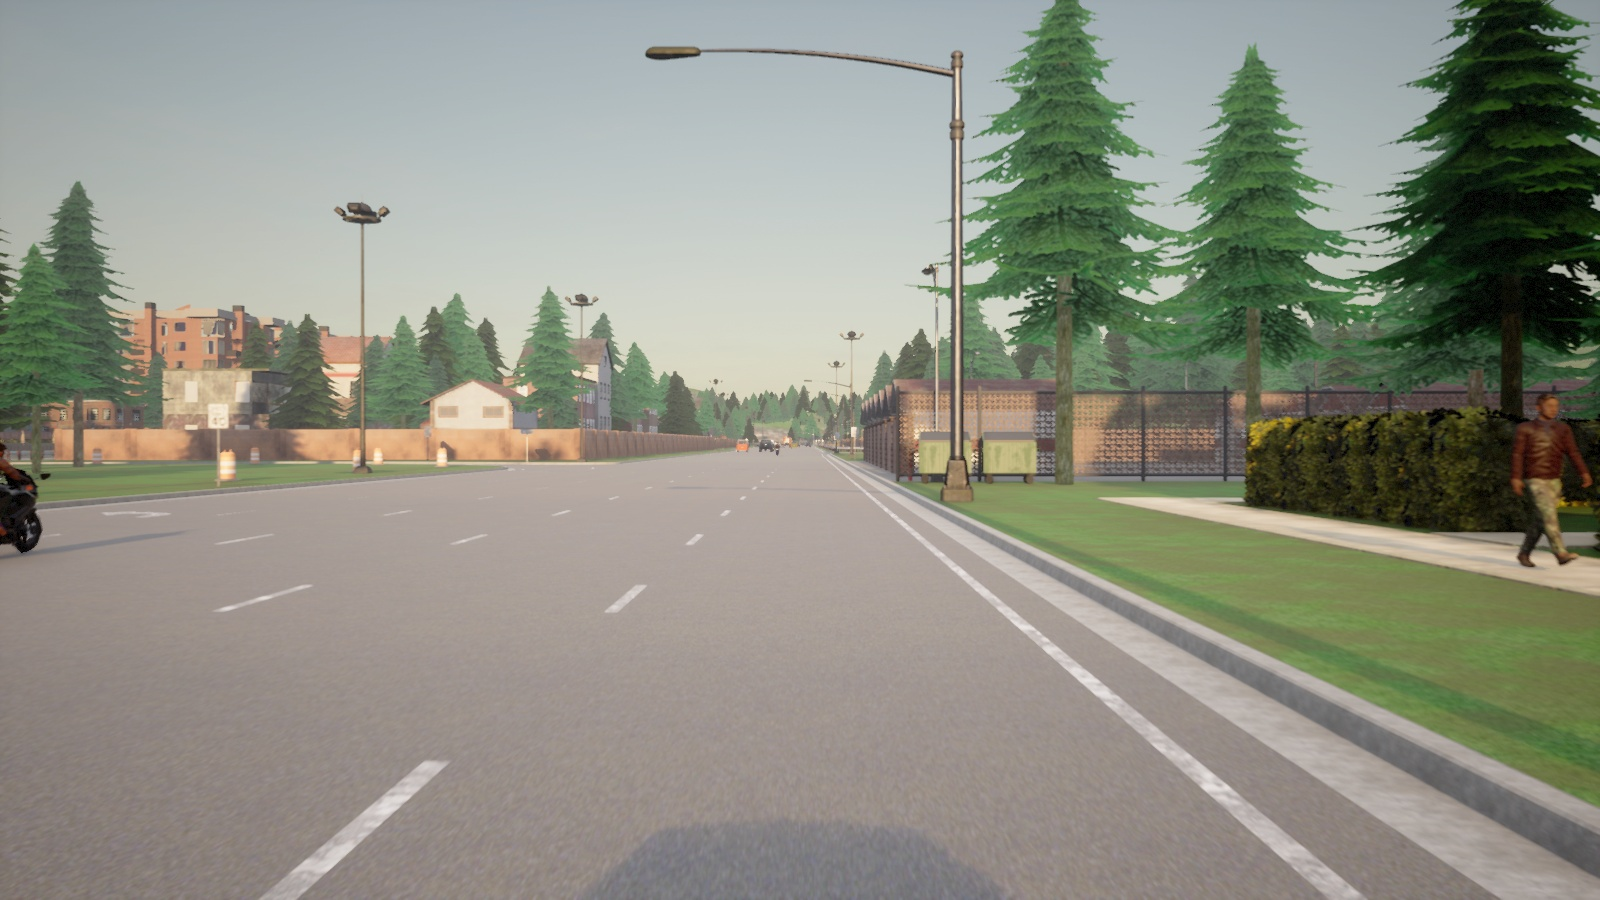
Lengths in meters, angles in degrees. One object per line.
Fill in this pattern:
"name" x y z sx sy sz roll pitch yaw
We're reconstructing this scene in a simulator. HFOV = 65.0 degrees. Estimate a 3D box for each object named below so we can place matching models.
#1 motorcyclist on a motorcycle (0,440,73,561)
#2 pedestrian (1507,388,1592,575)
"motorcyclist on a motorcycle" -10.393 0.629 16.228 0.797 1.523 2.044 0 0 0
"pedestrian" 7.608 0.310 12.767 0.431 1.840 0.703 0 0 0
